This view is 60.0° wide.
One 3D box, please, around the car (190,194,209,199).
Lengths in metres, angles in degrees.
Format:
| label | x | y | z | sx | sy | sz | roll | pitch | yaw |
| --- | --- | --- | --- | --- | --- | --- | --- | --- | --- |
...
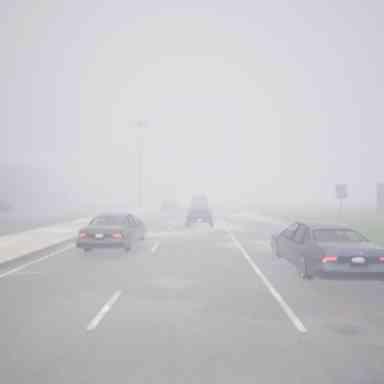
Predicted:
| label | x | y | z | sx | sy | sz | roll | pitch | yaw |
| --- | --- | --- | --- | --- | --- | --- | --- | --- | --- |
| car | 0.889 | 1.291 | 41.995 | 2.150 | 2.045 | 5.566 | 0 | 0 | 1 |

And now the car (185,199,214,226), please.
| label | x | y | z | sx | sy | sz | roll | pitch | yaw |
| --- | --- | --- | --- | --- | --- | --- | --- | --- | --- |
| car | 0.534 | 1.547 | 23.819 | 1.837 | 1.490 | 4.892 | 0 | 0 | 1 |

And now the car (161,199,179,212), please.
| label | x | y | z | sx | sy | sz | roll | pitch | yaw |
| --- | --- | --- | --- | --- | --- | --- | --- | --- | --- |
| car | -2.653 | 1.551 | 39.907 | 2.128 | 1.511 | 4.902 | 0 | 0 | 1 |

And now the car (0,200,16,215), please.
| label | x | y | z | sx | sy | sz | roll | pitch | yaw |
| --- | --- | --- | --- | --- | --- | --- | --- | --- | --- |
| car | -17.955 | 1.360 | 29.807 | 2.033 | 1.411 | 5.357 | 0 | 0 | 1 |

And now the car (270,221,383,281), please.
| label | x | y | z | sx | sy | sz | roll | pitch | yaw |
| --- | --- | --- | --- | --- | --- | --- | --- | --- | --- |
| car | 3.759 | 1.571 | 9.933 | 2.033 | 1.411 | 5.357 | 0 | 0 | 1 |

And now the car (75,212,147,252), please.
| label | x | y | z | sx | sy | sz | roll | pitch | yaw |
| --- | --- | --- | --- | --- | --- | --- | --- | --- | --- |
| car | -3.164 | 1.564 | 14.020 | 2.033 | 1.411 | 5.357 | 0 | 0 | 1 |
